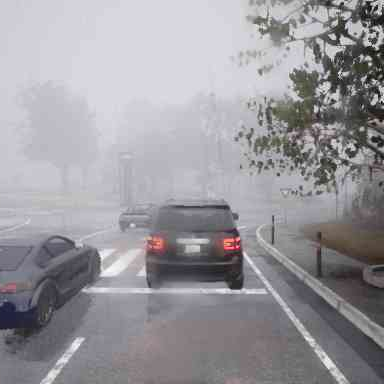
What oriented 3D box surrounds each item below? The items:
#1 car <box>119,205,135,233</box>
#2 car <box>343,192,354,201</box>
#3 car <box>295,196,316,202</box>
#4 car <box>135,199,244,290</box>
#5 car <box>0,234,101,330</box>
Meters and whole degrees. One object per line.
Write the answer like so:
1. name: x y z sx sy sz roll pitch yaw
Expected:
1. car: -2.510 1.390 18.744 2.128 1.511 4.902 0 1 9
2. car: 27.357 0.809 56.074 5.008 1.535 1.882 0 1 -41
3. car: 18.640 0.910 55.144 1.895 1.301 4.718 0 2 -3
4. car: 0.147 1.198 9.232 2.150 2.045 5.566 0 0 3
5. car: -3.334 1.554 6.900 1.994 1.385 4.181 0 0 0
